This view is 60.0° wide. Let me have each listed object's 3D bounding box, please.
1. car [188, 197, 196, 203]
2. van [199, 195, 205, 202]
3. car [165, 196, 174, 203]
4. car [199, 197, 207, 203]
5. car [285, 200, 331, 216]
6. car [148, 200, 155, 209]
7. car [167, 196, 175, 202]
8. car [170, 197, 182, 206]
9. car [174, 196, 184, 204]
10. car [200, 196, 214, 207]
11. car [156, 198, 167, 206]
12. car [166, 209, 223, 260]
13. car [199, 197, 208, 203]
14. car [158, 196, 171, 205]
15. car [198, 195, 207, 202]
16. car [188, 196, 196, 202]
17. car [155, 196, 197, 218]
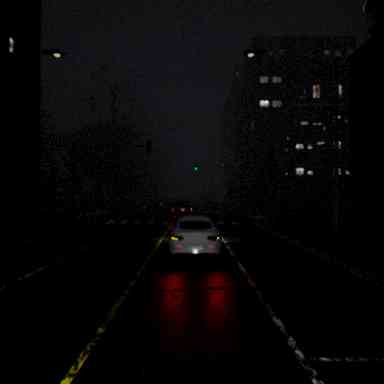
[{"bbox_3d":[0.058,1.927,80.110,1.837,1.490,4.892,0,0,0],"label":"car"},{"bbox_3d":[2.738,1.660,62.272,1.690,1.788,3.998,0,0,0],"label":"van"},{"bbox_3d":[-5.627,1.900,84.798,1.967,1.590,4.097,0,0,0],"label":"car"},{"bbox_3d":[2.753,2.004,84.791,1.887,1.381,4.507,0,0,0],"label":"car"},{"bbox_3d":[13.493,1.784,38.680,5.009,1.841,2.192,1,-1,0],"label":"car"},{"bbox_3d":[-5.652,1.820,51.016,1.947,1.339,4.313,0,0,0],"label":"car"},{"bbox_3d":[-5.622,1.937,90.427,1.967,1.590,4.097,0,0,0],"label":"car"},{"bbox_3d":[-2.991,1.796,62.131,1.882,1.535,5.008,0,0,1],"label":"car"},{"bbox_3d":[-2.945,1.768,77.653,2.097,1.767,4.553,0,0,0],"label":"car"},{"bbox_3d":[2.733,1.831,56.640,1.887,1.381,4.507,0,0,0],"label":"car"},{"bbox_3d":[-5.643,1.843,62.107,1.752,1.417,4.829,0,0,0],"label":"car"},{"bbox_3d":[0.110,1.582,12.552,1.812,1.442,4.674,0,0,0],"label":"car"},{"bbox_3d":[2.749,1.974,79.161,2.008,1.369,4.403,0,0,0],"label":"car"},{"bbox_3d":[-5.639,1.668,67.908,2.192,1.841,5.009,0,0,0],"label":"car"},{"bbox_3d":[2.758,1.811,90.422,2.192,1.841,5.009,0,0,0],"label":"car"},{"bbox_3d":[0.066,1.924,90.147,1.994,1.385,4.181,0,0,0],"label":"car"},{"bbox_3d":[-1.462,1.479,28.885,2.097,1.767,4.553,1,0,-20],"label":"car"}]
